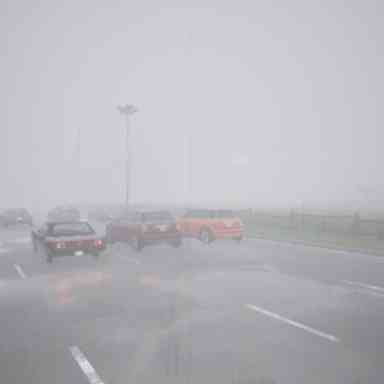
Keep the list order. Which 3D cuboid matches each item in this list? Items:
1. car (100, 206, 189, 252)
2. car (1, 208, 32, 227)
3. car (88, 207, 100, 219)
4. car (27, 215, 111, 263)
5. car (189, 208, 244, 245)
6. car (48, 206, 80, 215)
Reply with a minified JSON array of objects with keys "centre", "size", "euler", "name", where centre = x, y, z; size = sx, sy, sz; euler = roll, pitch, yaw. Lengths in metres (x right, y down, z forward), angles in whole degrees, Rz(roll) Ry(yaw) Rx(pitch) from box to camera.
[{"centre":[-2.342,1.565,15.341],"size":[2.097,1.767,4.553],"euler":[0,-1,-33],"name":"car"},{"centre":[-13.782,1.938,26.134],"size":[1.994,1.385,4.181],"euler":[0,-1,-33],"name":"car"},{"centre":[-7.896,1.983,29.919],"size":[1.994,1.385,4.181],"euler":[0,-1,-33],"name":"car"},{"centre":[-4.967,1.785,12.956],"size":[1.895,1.301,4.718],"euler":[0,-1,-33],"name":"car"},{"centre":[0.568,1.588,17.285],"size":[2.097,1.767,4.553],"euler":[0,-1,-33],"name":"car"},{"centre":[-10.736,1.885,27.870],"size":[2.128,1.511,4.902],"euler":[0,-1,-33],"name":"car"}]
